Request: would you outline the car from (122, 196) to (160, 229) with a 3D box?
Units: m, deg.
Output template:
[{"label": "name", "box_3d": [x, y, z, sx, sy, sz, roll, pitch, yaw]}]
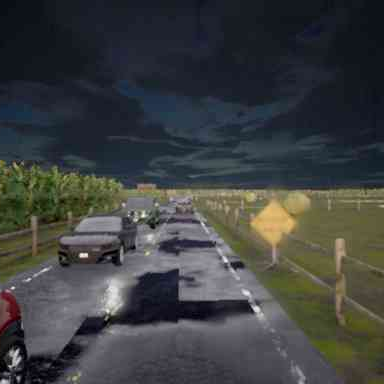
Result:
[{"label": "car", "box_3d": [-3.408, 1.322, 22.650, 2.150, 2.045, 5.566, 0, 0, -2]}]

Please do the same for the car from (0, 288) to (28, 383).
[{"label": "car", "box_3d": [-2.870, 1.379, 1.846, 2.097, 1.767, 4.553, 0, 0, -1]}]

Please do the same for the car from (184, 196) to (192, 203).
[{"label": "car", "box_3d": [-1.087, 1.781, 79.028, 1.812, 1.442, 4.674, 0, 0, -2]}]

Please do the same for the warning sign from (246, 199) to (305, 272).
[{"label": "warning sign", "box_3d": [2.240, 1.132, 9.096, 1.300, 1.860, 1.060, -1, 0, -2]}]

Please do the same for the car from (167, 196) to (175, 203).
[{"label": "car", "box_3d": [-4.737, 1.604, 76.586, 2.128, 1.511, 4.902, 0, 0, -2]}]

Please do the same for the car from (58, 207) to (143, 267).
[{"label": "car", "box_3d": [-3.133, 1.540, 11.962, 1.882, 1.535, 5.008, 0, 0, -1]}]

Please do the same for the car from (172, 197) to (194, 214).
[{"label": "car", "box_3d": [-0.829, 1.619, 36.519, 2.128, 1.511, 4.902, 0, 0, -2]}]
